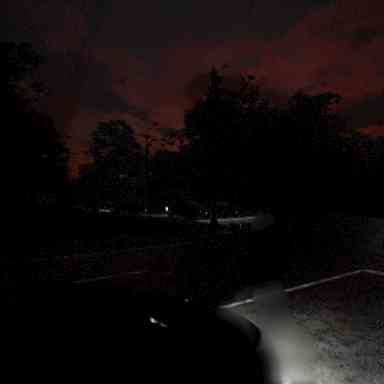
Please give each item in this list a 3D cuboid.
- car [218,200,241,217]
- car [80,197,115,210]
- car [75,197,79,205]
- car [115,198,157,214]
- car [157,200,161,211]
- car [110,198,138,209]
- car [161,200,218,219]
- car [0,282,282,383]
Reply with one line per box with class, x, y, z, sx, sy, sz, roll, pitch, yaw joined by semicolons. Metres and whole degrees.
car;2.452;1.500;30.831;1.812;1.442;4.674;0;0;-39
car;-12.590;1.531;44.028;2.033;1.411;5.357;0;0;-39
car;-19.032;1.596;57.824;2.033;1.411;5.357;0;0;-39
car;-6.094;1.582;35.905;1.895;1.301;4.718;0;0;-39
car;-3.239;1.577;37.940;1.895;1.301;4.718;0;0;-39
car;-9.383;1.542;45.623;1.994;1.385;4.181;0;0;-39
car;-0.346;1.484;28.724;1.837;1.490;4.892;0;0;-39
car;-1.125;1.563;2.929;4.181;1.385;1.994;0;0;-36
